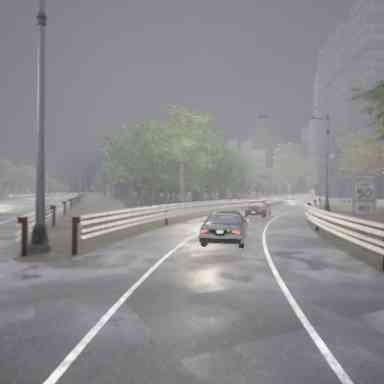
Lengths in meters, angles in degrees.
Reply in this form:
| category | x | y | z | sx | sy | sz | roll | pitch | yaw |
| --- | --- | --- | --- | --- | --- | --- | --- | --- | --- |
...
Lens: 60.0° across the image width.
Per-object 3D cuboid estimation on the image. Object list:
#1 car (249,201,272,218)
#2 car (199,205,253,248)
| category | x | y | z | sx | sy | sz | roll | pitch | yaw |
| --- | --- | --- | --- | --- | --- | --- | --- | --- | --- |
| car | 6.069 | 1.553 | 30.431 | 1.812 | 1.442 | 4.674 | 0 | 0 | 22 |
| car | 1.546 | 1.554 | 15.037 | 2.033 | 1.411 | 5.357 | 0 | 0 | 11 |
